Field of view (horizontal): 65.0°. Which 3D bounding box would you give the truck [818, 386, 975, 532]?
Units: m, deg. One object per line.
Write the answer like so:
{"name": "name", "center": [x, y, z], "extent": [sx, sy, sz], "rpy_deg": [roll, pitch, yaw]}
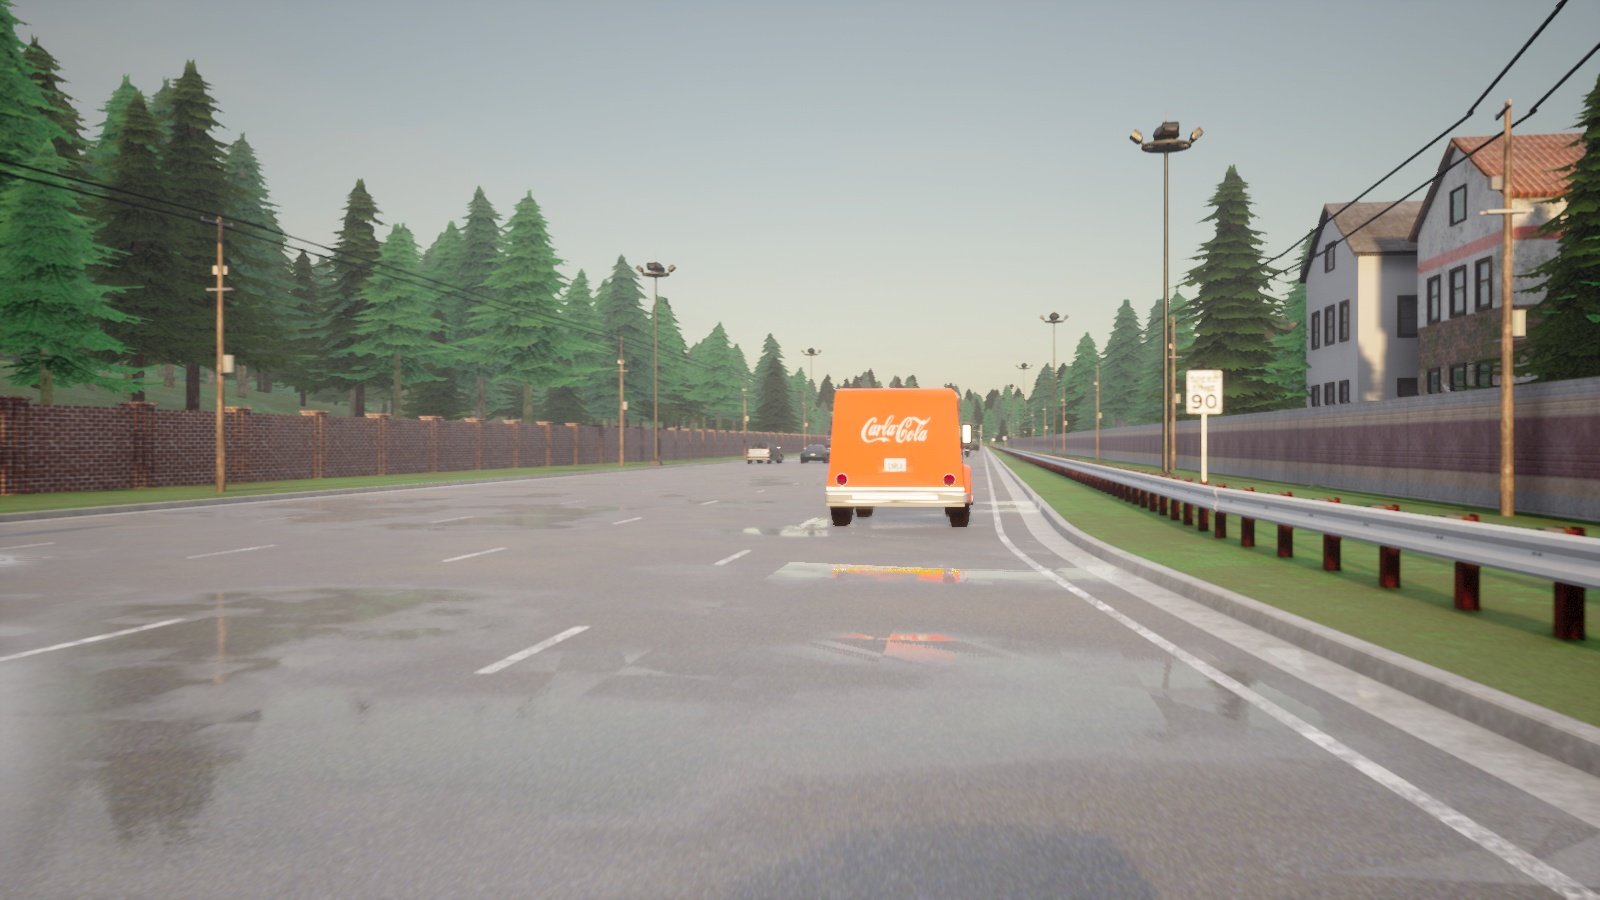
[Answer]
{"name": "truck", "center": [1.990, 0.128, 23.904], "extent": [2.627, 2.467, 5.204], "rpy_deg": [0, 0, 8]}

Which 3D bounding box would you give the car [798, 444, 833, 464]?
{"name": "car", "center": [1.163, 0.288, 91.714], "extent": [1.994, 1.385, 4.181], "rpy_deg": [0, 0, 8]}

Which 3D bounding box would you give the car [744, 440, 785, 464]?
{"name": "car", "center": [-2.503, 0.130, 89.520], "extent": [1.851, 1.617, 3.988], "rpy_deg": [0, 0, 14]}
